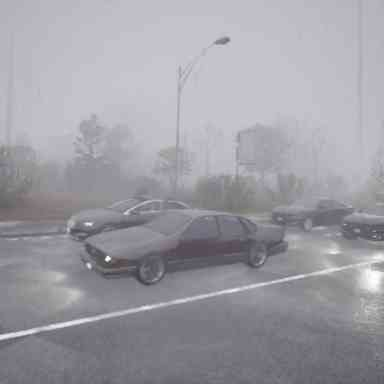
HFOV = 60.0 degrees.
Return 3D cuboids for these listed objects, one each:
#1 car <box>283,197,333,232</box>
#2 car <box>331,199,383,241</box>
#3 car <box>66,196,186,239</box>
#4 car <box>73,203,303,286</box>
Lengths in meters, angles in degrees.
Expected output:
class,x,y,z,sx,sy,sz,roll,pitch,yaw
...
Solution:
class,x,y,z,sx,sy,sz,roll,pitch,yaw
car,6.092,0.990,16.596,5.008,1.535,1.882,1,3,-34
car,8.248,1.201,13.835,5.008,1.535,1.882,1,3,-34
car,-1.668,0.905,11.373,4.902,1.511,2.128,1,3,-34
car,0.099,1.166,8.355,5.357,1.411,2.033,1,3,-34
